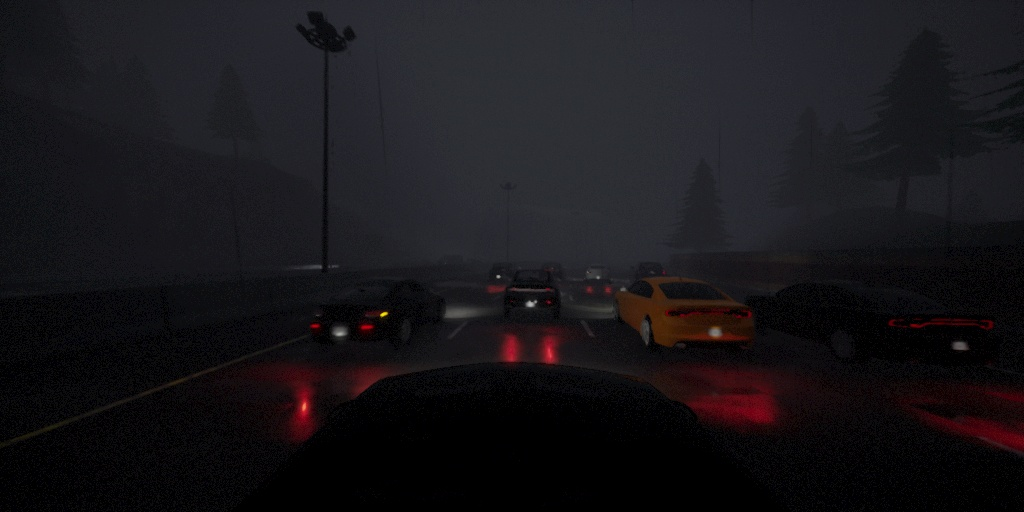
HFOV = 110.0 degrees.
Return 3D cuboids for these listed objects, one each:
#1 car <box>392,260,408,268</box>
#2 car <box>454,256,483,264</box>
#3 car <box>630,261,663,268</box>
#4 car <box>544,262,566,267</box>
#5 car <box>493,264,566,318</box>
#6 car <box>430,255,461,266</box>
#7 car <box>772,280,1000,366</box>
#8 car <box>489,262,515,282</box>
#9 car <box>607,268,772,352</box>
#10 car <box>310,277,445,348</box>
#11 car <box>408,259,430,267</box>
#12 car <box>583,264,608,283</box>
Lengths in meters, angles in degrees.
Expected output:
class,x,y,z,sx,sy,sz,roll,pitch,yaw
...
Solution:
class,x,y,z,sx,sy,sz,roll,pitch,yaw
car,-15.531,1.190,52.939,1.895,1.301,4.718,0,0,19
car,-5.573,1.168,49.620,2.128,1.511,4.902,0,0,19
car,9.886,1.170,26.319,2.097,1.767,4.553,1,0,12
car,3.284,1.238,28.914,1.882,1.535,5.008,0,0,12
car,0.803,1.241,13.149,2.128,1.511,4.902,0,0,6
car,-8.810,0.870,51.022,2.150,2.045,5.566,0,0,19
car,7.384,1.285,8.233,1.882,1.535,5.008,0,0,4
car,-0.475,1.235,28.052,1.837,1.490,4.892,0,0,12
car,3.944,1.256,9.124,1.882,1.535,5.008,0,0,4
car,-3.077,1.246,9.076,1.812,1.442,4.674,0,0,5
car,-12.456,1.180,51.141,1.994,1.385,4.181,0,0,19
car,6.652,1.315,27.956,1.812,1.442,4.674,0,0,12
